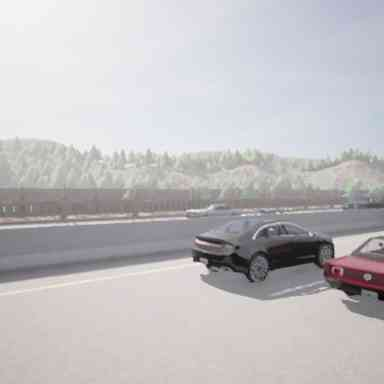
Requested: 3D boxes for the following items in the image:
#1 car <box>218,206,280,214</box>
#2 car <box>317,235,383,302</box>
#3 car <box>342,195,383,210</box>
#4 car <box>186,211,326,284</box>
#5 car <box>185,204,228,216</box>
[{"bbox_3d":[4.131,1.660,20.059,4.718,1.301,1.895,0,0,-36],"label":"car"},{"bbox_3d":[5.094,1.631,7.488,4.718,1.301,1.895,0,0,-36],"label":"car"},{"bbox_3d":[17.927,1.349,34.578,5.566,2.045,2.150,1,0,-36],"label":"car"},{"bbox_3d":[2.256,1.521,9.754,4.902,1.511,2.128,0,0,-36],"label":"car"},{"bbox_3d":[1.739,1.671,26.995,4.718,1.301,1.895,0,0,-36],"label":"car"}]
